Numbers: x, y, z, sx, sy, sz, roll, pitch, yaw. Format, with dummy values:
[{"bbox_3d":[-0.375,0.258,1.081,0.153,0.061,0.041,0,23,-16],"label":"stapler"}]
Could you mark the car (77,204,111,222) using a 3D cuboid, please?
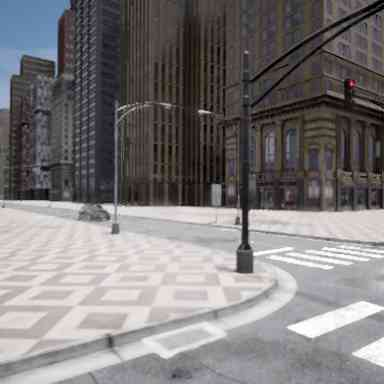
[{"bbox_3d":[-9.004,1.924,30.378,1.837,1.490,4.892,1,0,-36],"label":"car"}]
